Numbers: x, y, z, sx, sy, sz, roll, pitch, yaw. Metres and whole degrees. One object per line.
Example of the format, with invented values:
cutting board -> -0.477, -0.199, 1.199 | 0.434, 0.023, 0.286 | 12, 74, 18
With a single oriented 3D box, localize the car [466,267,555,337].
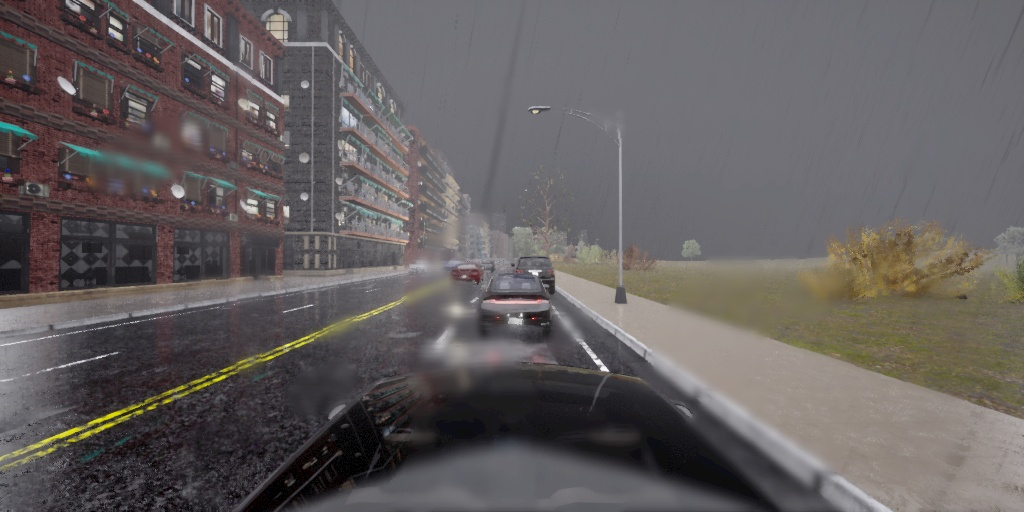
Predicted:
car -> 0.098, 1.243, 10.354 | 2.128, 1.511, 4.902 | 0, 0, 0

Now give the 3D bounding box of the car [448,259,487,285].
car -> -3.158, 1.229, 26.330 | 1.882, 1.535, 5.008 | 0, 0, 0

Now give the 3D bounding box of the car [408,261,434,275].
car -> -9.849, 1.277, 38.981 | 1.812, 1.442, 4.674 | 0, 0, 0

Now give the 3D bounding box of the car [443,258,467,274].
car -> -6.614, 1.228, 41.043 | 1.882, 1.535, 5.008 | 0, 0, 0

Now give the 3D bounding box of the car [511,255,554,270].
car -> 1.132, 0.977, 20.224 | 2.150, 2.045, 5.566 | 0, 0, 0

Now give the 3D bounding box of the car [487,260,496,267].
car -> -3.165, 1.239, 45.469 | 2.128, 1.511, 4.902 | 0, 0, 0
